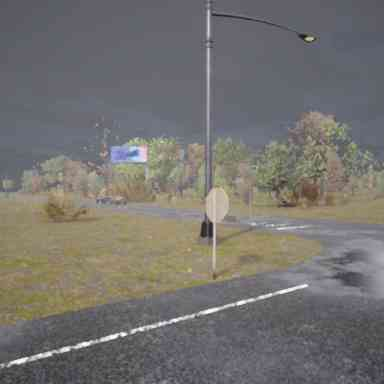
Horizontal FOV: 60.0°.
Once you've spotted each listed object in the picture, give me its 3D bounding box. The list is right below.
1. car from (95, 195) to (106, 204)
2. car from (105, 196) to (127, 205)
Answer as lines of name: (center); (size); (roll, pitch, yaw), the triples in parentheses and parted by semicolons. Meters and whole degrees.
car: (-16.308, 1.381, 60.918); (1.837, 1.490, 4.892); (0, 0, -34)
car: (-12.248, 1.415, 54.916); (1.812, 1.442, 4.674); (0, 0, -33)
